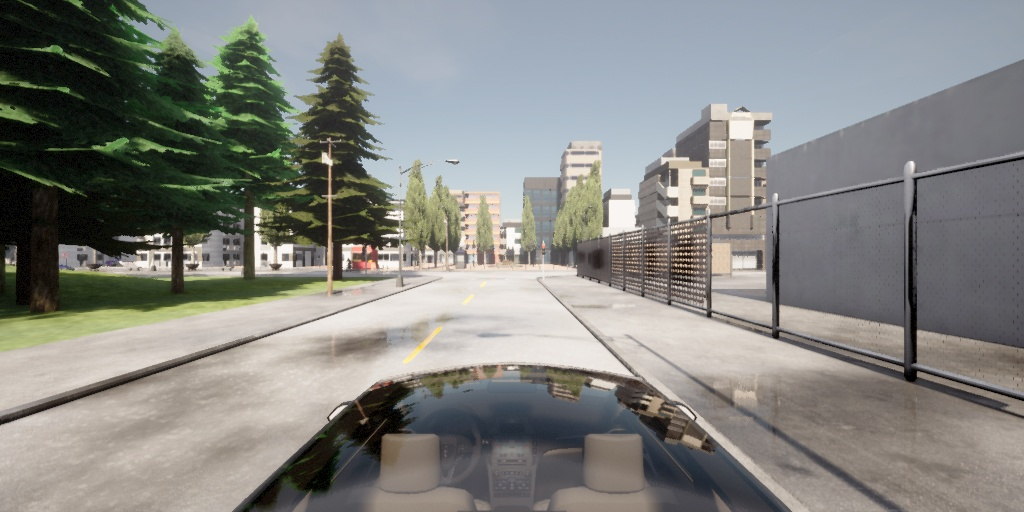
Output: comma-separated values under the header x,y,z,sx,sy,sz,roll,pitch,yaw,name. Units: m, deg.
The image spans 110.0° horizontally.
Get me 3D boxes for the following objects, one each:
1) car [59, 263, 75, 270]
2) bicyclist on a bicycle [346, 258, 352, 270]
x,y,z,sx,sy,sz,roll,pitch,yaw,name
-50.752,1.280,39.087,4.674,1.442,1.812,0,0,0,car
-21.554,1.097,47.371,0.582,1.620,1.656,0,0,0,bicyclist on a bicycle
